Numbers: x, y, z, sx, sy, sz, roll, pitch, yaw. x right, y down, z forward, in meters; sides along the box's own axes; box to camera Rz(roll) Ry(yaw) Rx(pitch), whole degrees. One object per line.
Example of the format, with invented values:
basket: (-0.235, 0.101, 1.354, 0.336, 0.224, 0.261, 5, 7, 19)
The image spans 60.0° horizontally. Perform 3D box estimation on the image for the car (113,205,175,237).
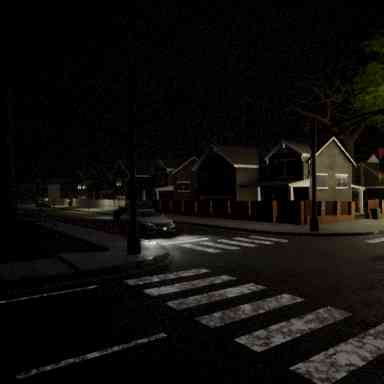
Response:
car: (-2.805, 1.718, 19.735, 1.812, 1.442, 4.674, -1, 0, -35)

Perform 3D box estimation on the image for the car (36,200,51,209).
car: (-26.072, 2.156, 58.373, 2.128, 1.511, 4.902, -1, 0, -35)
